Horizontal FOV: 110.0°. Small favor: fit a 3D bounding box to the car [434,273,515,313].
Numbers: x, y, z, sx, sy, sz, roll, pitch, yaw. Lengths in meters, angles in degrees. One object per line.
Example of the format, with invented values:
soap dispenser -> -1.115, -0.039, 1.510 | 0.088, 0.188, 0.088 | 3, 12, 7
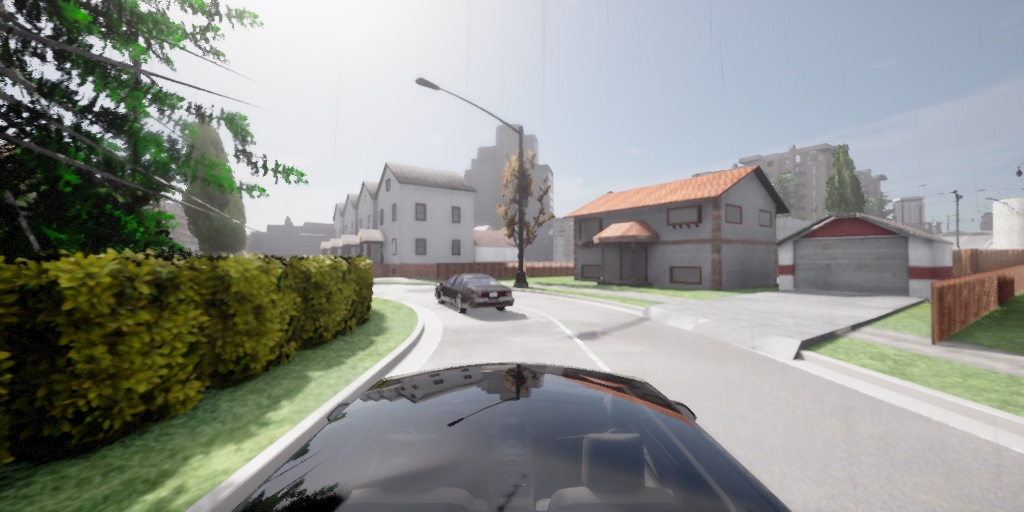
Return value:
car -> -1.730, 1.420, 14.773 | 2.033, 1.411, 5.357 | 0, -1, -26
